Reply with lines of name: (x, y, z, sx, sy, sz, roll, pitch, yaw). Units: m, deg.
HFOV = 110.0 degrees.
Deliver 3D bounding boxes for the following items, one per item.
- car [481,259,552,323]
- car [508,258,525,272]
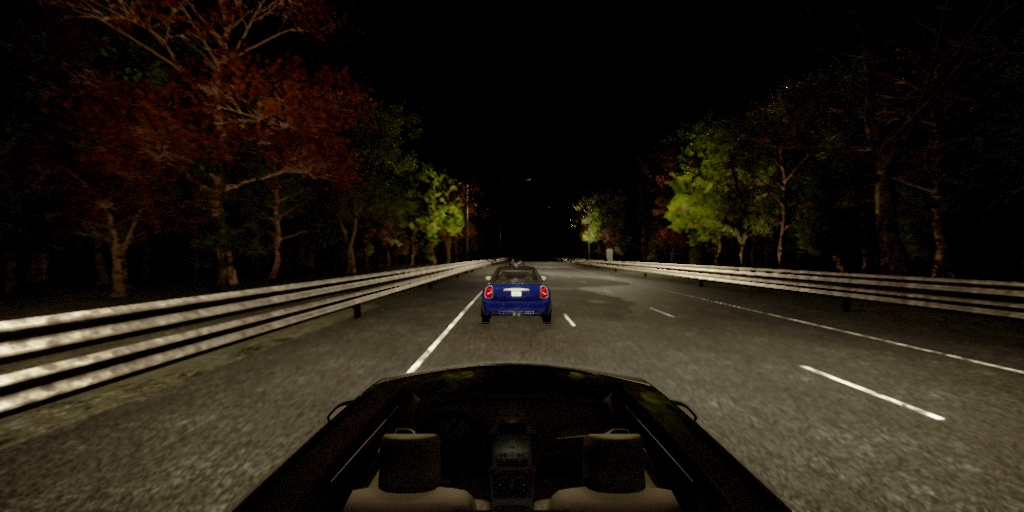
car: (0.136, 1.092, 12.282, 2.097, 1.767, 4.553, 0, 0, 0)
car: (0.562, 1.137, 45.418, 2.033, 1.649, 4.856, 0, 0, 1)
